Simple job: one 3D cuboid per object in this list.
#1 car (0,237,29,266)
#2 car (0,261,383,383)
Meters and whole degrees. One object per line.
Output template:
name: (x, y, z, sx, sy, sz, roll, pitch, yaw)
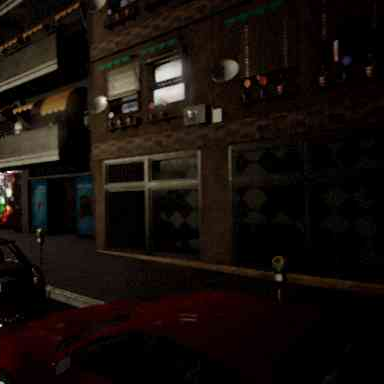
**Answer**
car: (-4.456, 1.435, 5.935, 4.097, 1.590, 1.967, 0, -1, 36)
car: (0.041, 1.544, 2.714, 4.507, 1.381, 1.887, 0, -1, 36)
